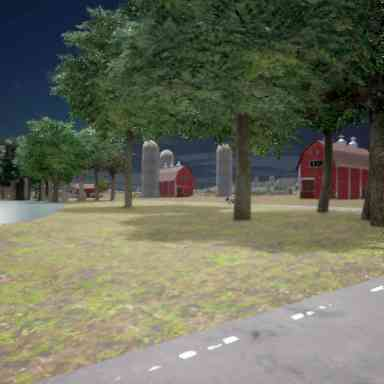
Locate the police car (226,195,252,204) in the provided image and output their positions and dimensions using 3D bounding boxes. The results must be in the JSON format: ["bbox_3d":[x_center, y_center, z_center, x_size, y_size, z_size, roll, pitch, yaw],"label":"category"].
[{"bbox_3d":[7.969,1.213,56.496,1.930,1.638,5.238,1,-1,-35],"label":"police car"}]
